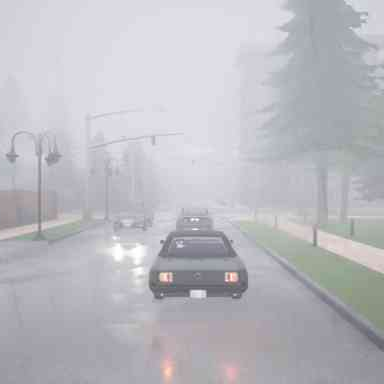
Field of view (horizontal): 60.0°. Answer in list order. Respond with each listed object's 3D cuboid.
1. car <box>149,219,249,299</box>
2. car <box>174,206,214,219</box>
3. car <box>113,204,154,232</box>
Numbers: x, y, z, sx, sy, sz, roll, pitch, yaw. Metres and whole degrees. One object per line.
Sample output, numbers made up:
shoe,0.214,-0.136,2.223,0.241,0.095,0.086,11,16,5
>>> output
car,0.119,1.601,8.388,1.895,1.301,4.718,0,0,0
car,0.131,1.505,17.650,1.837,1.490,4.892,0,0,0
car,-3.465,1.504,20.334,2.128,1.511,4.902,0,0,0
